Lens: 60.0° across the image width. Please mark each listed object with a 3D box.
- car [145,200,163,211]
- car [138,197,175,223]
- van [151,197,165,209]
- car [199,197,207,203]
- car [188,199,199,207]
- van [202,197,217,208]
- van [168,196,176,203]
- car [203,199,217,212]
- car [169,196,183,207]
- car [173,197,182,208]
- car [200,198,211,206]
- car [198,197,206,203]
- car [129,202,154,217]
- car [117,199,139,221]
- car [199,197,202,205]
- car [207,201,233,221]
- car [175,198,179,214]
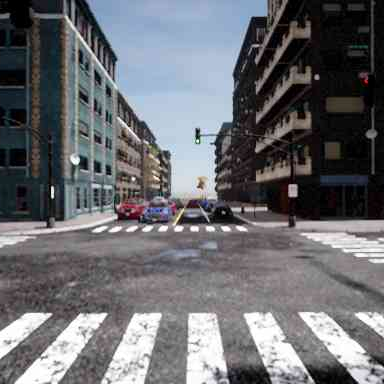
[{"bbox_3d":[-5.230,1.868,46.282,1.887,1.381,4.507,0,0,0],"label":"car"},{"bbox_3d":[-2.827,1.549,27.543,2.097,1.767,4.553,0,0,1],"label":"car"},{"bbox_3d":[-5.219,1.702,51.835,1.690,1.788,3.998,0,0,0],"label":"van"},{"bbox_3d":[2.722,2.122,85.131,1.887,1.381,4.507,0,0,0],"label":"car"},{"bbox_3d":[0.211,1.987,61.136,1.994,1.385,4.181,0,0,0],"label":"car"},{"bbox_3d":[2.651,1.665,46.269,1.690,1.788,3.998,0,0,0],"label":"van"},{"bbox_3d":[-5.157,1.918,85.146,1.690,1.788,3.998,0,0,0],"label":"van"},{"bbox_3d":[2.640,1.869,40.715,1.802,1.307,4.206,0,0,0],"label":"car"},{"bbox_3d":[-2.712,1.744,56.589,2.097,1.767,4.553,0,0,0],"label":"car"},{"bbox_3d":[-2.763,1.801,46.171,1.882,1.535,5.008,0,0,0],"label":"car"},{"bbox_3d":[2.692,2.022,68.475,2.008,1.369,4.403,0,0,0],"label":"car"},{"bbox_3d":[2.733,2.157,90.683,1.887,1.381,4.507,0,0,0],"label":"car"},{"bbox_3d":[-5.250,1.794,35.178,1.887,1.381,4.507,0,0,0],"label":"car"},{"bbox_3d":[-5.260,1.526,29.627,2.192,1.841,5.009,0,0,0],"label":"car"},{"bbox_3d":[2.671,1.838,57.372,1.967,1.590,4.097,0,0,0],"label":"car"},{"bbox_3d":[2.619,1.777,29.612,1.947,1.339,4.313,0,0,0],"label":"car"},{"bbox_3d":[-2.783,1.738,36.752,1.882,1.535,5.008,0,0,0],"label":"car"}]
